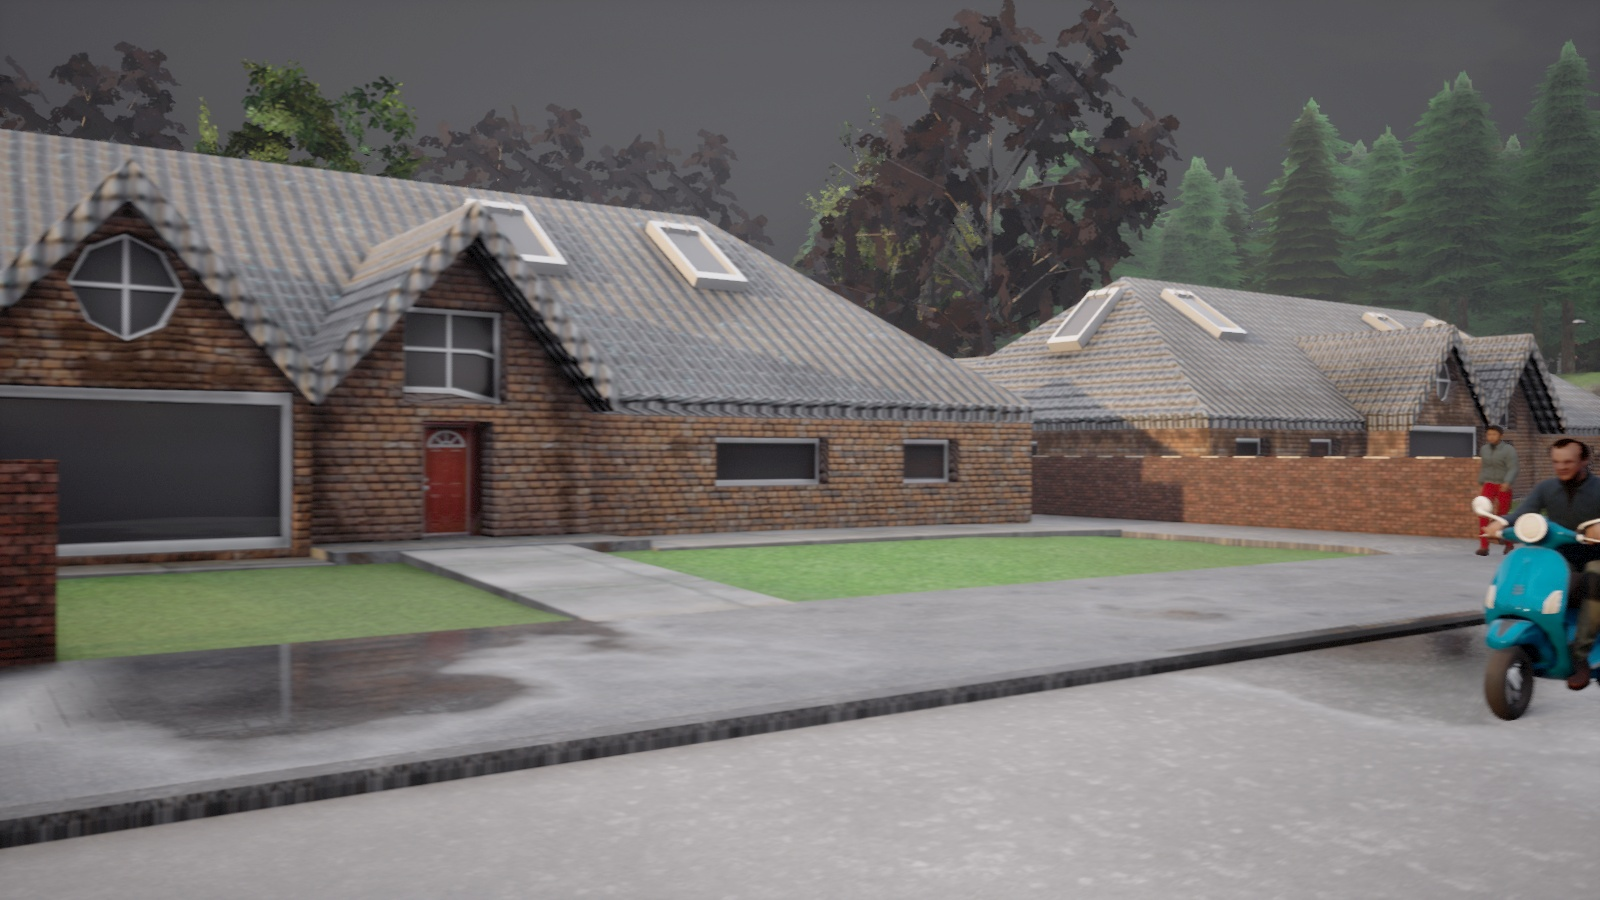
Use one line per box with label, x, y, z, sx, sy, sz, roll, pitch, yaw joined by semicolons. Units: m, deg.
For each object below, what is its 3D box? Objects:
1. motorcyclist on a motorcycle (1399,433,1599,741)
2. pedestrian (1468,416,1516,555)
motorcyclist on a motorcycle;4.427;0.706;7.357;1.817;1.590;0.866;0;0;-35
pedestrian;9.391;0.474;17.040;0.614;1.847;0.353;0;0;-38
